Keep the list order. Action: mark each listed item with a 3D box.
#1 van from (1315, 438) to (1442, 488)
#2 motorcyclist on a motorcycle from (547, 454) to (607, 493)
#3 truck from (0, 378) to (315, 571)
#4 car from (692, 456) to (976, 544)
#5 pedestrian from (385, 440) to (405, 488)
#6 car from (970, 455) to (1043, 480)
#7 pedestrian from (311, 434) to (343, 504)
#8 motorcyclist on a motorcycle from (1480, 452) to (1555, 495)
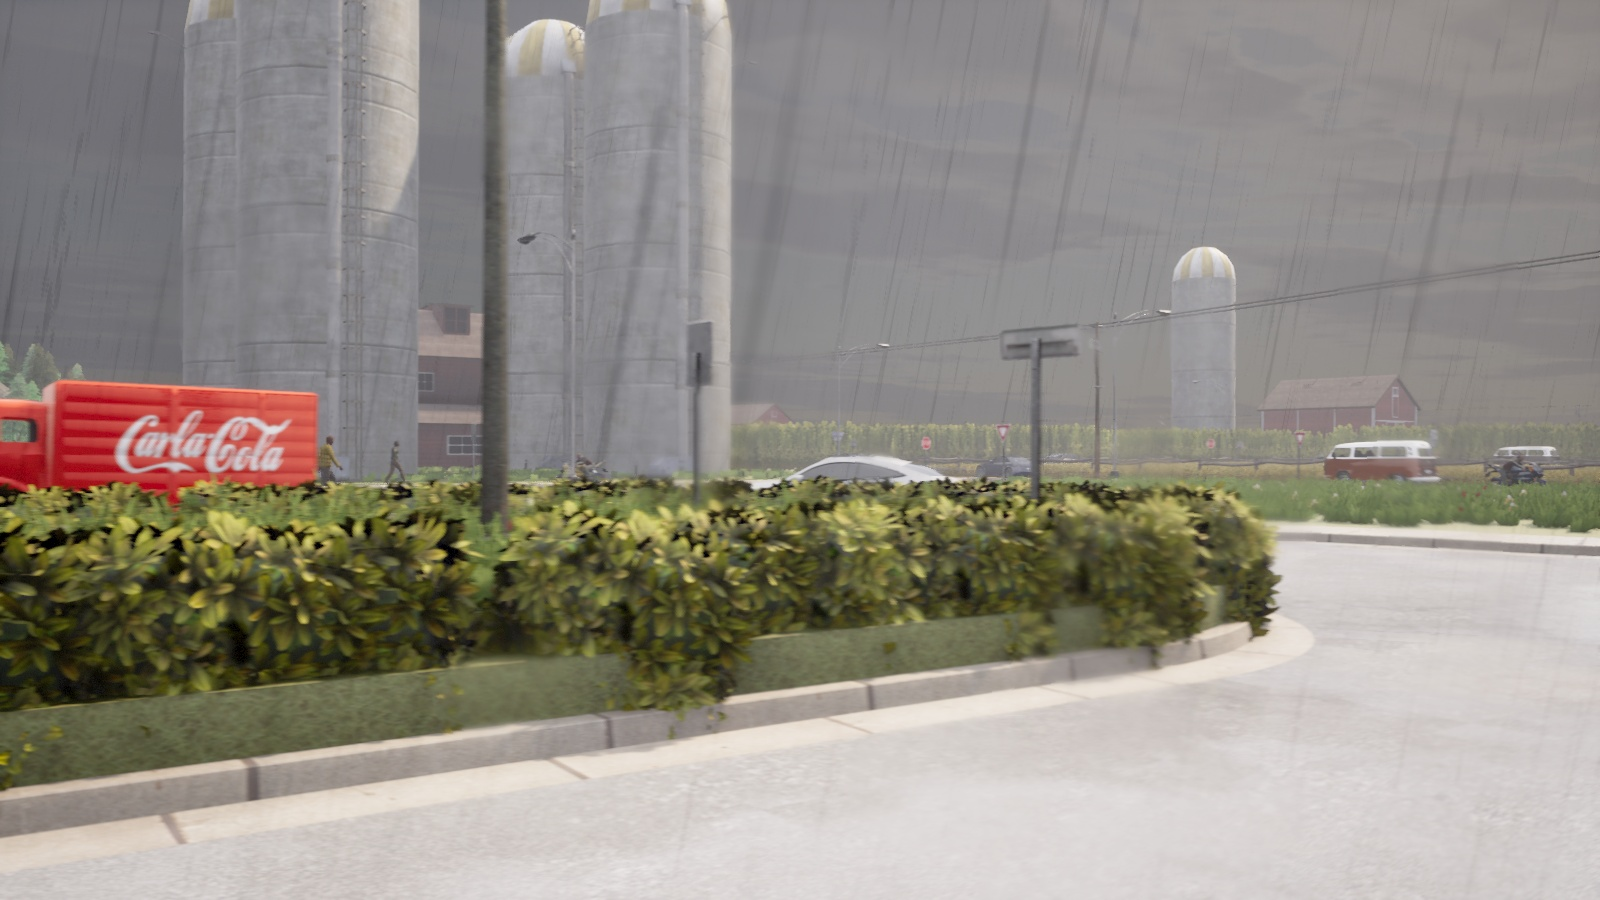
[{"bbox_3d":[24.660,0.547,53.664,2.069,2.038,4.480,0,0,-35],"label":"van"},{"bbox_3d":[-8.959,0.923,50.504,2.191,1.530,0.866,0,0,-36],"label":"motorcyclist on a motorcycle"},{"bbox_3d":[-9.959,0.336,17.874,5.204,2.467,2.627,1,-1,-35],"label":"truck"},{"bbox_3d":[0.636,0.823,21.929,4.674,1.442,1.812,0,0,14],"label":"car"},{"bbox_3d":[-16.424,0.560,50.928,0.692,1.930,0.395,0,0,-37],"label":"pedestrian"},{"bbox_3d":[11.802,0.961,72.110,1.994,1.385,4.181,0,0,-28],"label":"car"},{"bbox_3d":[-12.524,0.508,33.239,0.726,1.835,0.370,0,0,-36],"label":"pedestrian"},{"bbox_3d":[26.028,0.837,45.582,0.866,1.530,2.191,0,0,-35],"label":"motorcyclist on a motorcycle"}]
